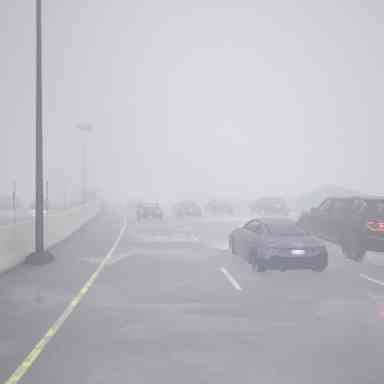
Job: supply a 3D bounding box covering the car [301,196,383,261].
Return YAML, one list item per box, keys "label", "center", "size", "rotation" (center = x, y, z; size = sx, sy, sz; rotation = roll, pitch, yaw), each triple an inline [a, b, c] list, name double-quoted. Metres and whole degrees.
- label: "car"
  center: [5.876, 1.151, 12.208]
  size: [2.150, 2.045, 5.566]
  rotation: [0, 0, -7]

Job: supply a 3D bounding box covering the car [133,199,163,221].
- label: "car"
  center: [-3.476, 1.481, 26.266]
  size: [1.895, 1.301, 4.718]
  rotation: [0, 0, -11]

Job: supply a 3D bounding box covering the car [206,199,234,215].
- label: "car"
  center: [2.523, 1.370, 31.531]
  size: [1.812, 1.442, 4.674]
  rotation: [0, 0, -13]

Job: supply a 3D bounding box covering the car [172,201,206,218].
- label: "car"
  center: [-0.496, 1.425, 29.029]
  size: [1.994, 1.385, 4.181]
  rotation: [0, 0, -12]

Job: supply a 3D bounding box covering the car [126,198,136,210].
- label: "car"
  center: [-6.792, 1.422, 39.878]
  size: [1.895, 1.301, 4.718]
  rotation: [0, 0, -16]

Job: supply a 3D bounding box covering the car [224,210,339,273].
- label: "car"
  center: [2.508, 1.508, 10.549]
  size: [1.994, 1.385, 4.181]
  rotation: [0, 0, -6]

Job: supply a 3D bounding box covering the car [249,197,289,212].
- label: "car"
  center: [6.616, 1.199, 29.215]
  size: [2.097, 1.767, 4.553]
  rotation: [0, 0, -11]
